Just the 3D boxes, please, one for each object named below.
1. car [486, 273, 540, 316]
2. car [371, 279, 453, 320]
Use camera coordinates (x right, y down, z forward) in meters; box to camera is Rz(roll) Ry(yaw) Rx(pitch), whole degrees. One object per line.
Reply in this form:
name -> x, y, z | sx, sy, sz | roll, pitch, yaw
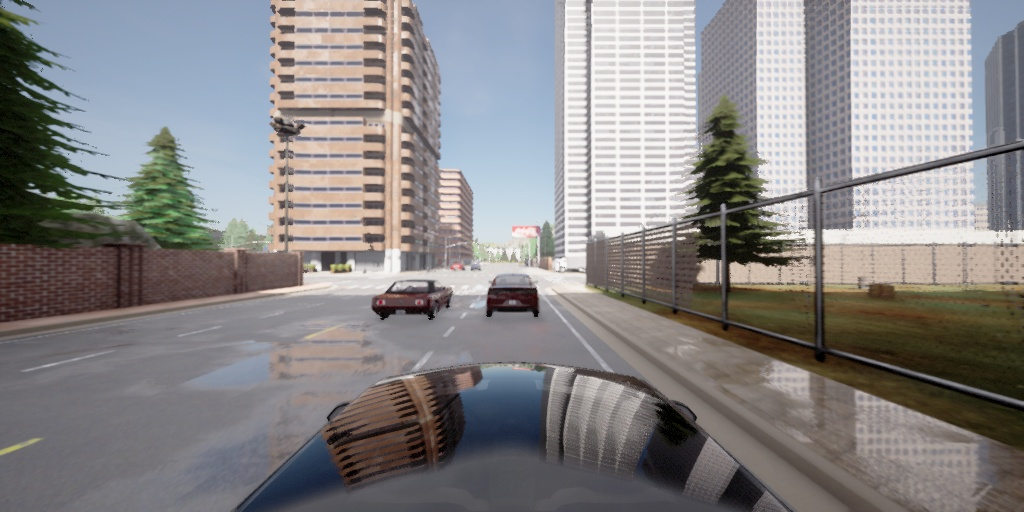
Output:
car -> 0.042, 1.400, 14.263 | 1.882, 1.535, 5.008 | 0, -1, 1
car -> -3.467, 1.513, 13.464 | 1.895, 1.301, 4.718 | 0, -1, 1
